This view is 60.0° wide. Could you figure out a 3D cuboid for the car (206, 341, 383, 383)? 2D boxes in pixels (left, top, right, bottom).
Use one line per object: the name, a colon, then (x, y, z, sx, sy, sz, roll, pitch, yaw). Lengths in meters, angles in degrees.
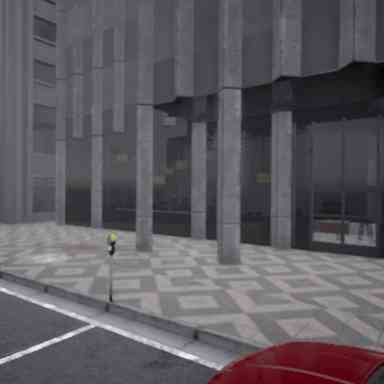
car: (2.031, 1.550, 1.514, 4.507, 1.381, 1.887, 0, 0, 35)
